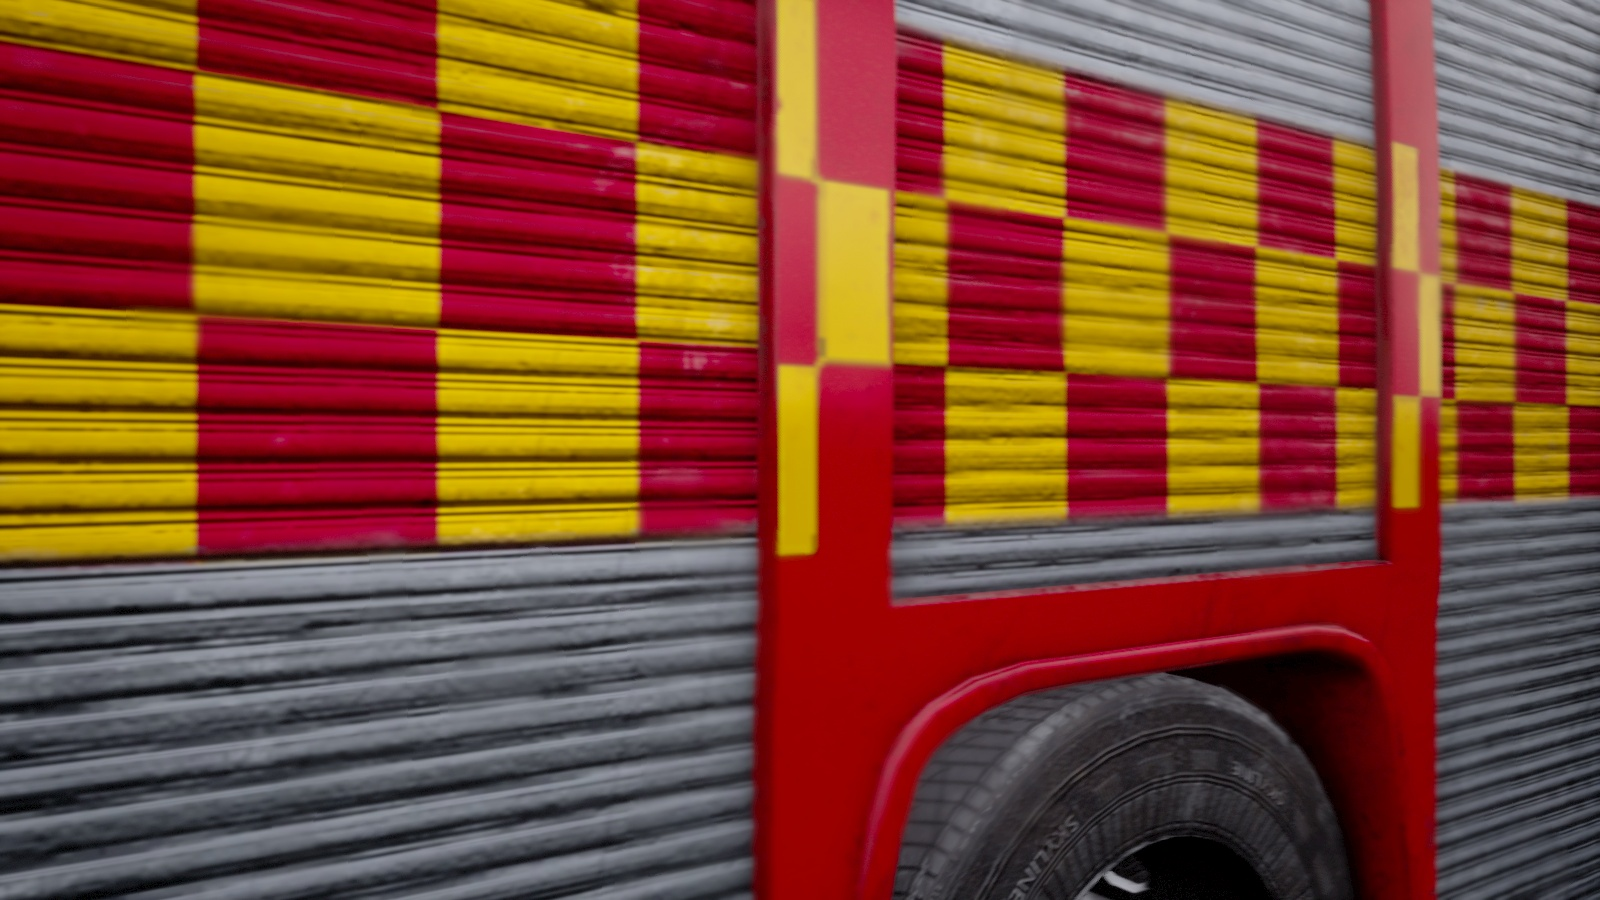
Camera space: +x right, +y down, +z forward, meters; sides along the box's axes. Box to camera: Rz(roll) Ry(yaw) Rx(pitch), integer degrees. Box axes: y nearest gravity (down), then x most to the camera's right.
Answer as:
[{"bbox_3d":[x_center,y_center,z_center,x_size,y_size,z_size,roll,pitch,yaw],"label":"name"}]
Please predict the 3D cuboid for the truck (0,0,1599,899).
[{"bbox_3d":[-2.485,-0.408,1.449,8.468,3.827,2.891,0,0,-35],"label":"truck"}]
